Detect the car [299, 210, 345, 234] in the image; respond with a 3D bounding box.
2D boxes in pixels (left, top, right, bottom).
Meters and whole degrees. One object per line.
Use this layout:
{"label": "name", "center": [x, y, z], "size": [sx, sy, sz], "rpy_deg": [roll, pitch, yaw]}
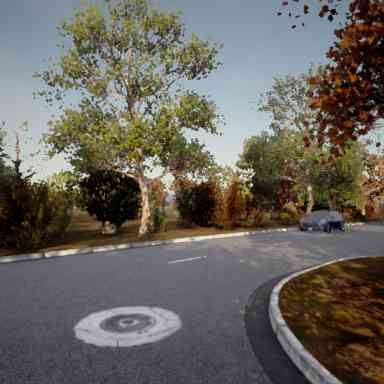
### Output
{"label": "car", "center": [10.070, 2.195, 25.700], "size": [2.097, 1.767, 4.553], "rpy_deg": [-1, -3, 43]}
